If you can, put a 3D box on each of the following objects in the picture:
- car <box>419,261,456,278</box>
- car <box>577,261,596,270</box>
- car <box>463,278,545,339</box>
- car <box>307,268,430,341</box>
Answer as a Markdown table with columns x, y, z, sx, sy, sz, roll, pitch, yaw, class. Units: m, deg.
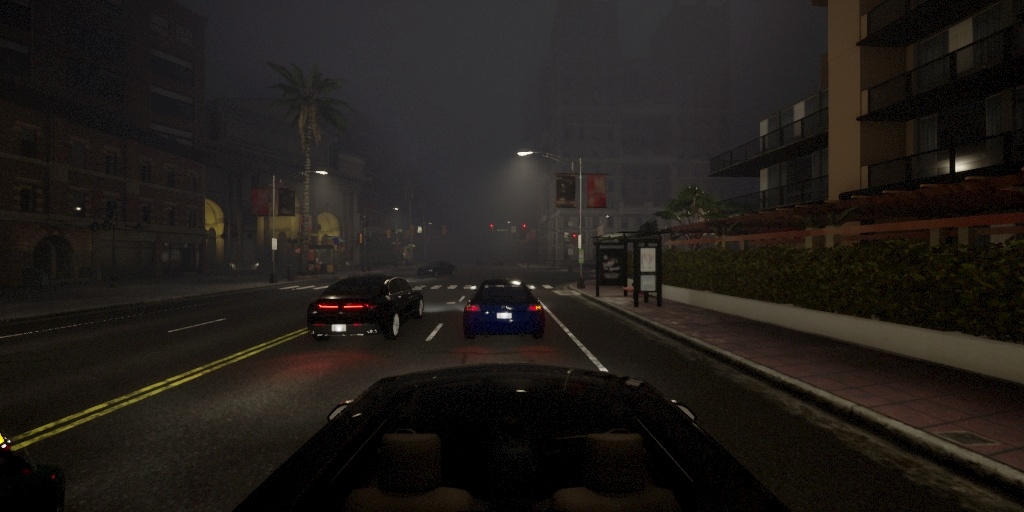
| x | y | z | sx | sy | sz | roll | pitch | yaw | class |
| --- | --- | --- | --- | --- | --- | --- | --- | --- | --- |
| -7.123 | 1.229 | 34.157 | 1.882 | 1.535 | 5.008 | -1 | 0 | 20 | car |
| 11.608 | 1.354 | 50.213 | 4.718 | 1.301 | 1.895 | 0 | 0 | -3 | car |
| -0.245 | 1.314 | 10.081 | 1.994 | 1.385 | 4.181 | 0 | 0 | -2 | car |
| -3.734 | 1.255 | 9.922 | 1.837 | 1.490 | 4.892 | 0 | 0 | -3 | car |
